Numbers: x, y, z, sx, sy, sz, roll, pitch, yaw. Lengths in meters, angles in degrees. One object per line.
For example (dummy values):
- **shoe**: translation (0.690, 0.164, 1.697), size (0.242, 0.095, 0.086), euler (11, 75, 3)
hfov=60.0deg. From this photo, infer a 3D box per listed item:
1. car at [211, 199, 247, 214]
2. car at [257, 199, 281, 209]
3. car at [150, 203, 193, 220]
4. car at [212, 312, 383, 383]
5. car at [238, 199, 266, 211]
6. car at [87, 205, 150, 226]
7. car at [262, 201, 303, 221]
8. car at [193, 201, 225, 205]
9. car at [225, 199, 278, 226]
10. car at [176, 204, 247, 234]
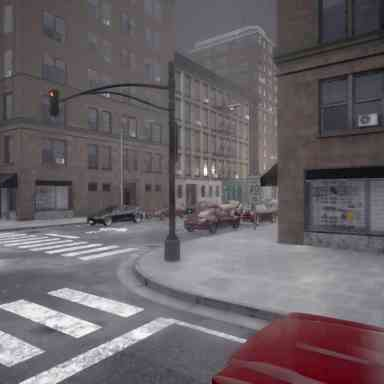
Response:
- **car**: translation (4.186, 1.544, 36.856), size (1.752, 1.417, 4.829), euler (0, 0, 36)
- **car**: translation (10.701, 1.601, 45.974), size (1.802, 1.307, 4.206), euler (0, 0, 36)
- **car**: translation (-2.132, 1.604, 28.016), size (1.802, 1.307, 4.206), euler (0, 0, 36)
- **car**: translation (2.397, 1.601, 1.981), size (4.718, 1.301, 1.895), euler (0, 0, 36)
- **car**: translation (7.493, 1.600, 41.485), size (1.802, 1.307, 4.206), euler (0, 0, 36)
- **car**: translation (-5.340, 1.590, 23.526), size (1.947, 1.339, 4.313), euler (0, 0, 36)
- **car**: translation (7.706, 1.495, 27.980), size (1.752, 1.417, 4.829), euler (0, 0, 36)
- **car**: translation (1.077, 1.565, 32.505), size (1.887, 1.381, 4.507), euler (0, 0, 36)
- **car**: translation (4.398, 1.412, 23.352), size (1.967, 1.590, 4.097), euler (0, 0, 36)
- **car**: translation (1.190, 1.555, 18.861), size (1.802, 1.307, 4.206), euler (0, 0, 36)
